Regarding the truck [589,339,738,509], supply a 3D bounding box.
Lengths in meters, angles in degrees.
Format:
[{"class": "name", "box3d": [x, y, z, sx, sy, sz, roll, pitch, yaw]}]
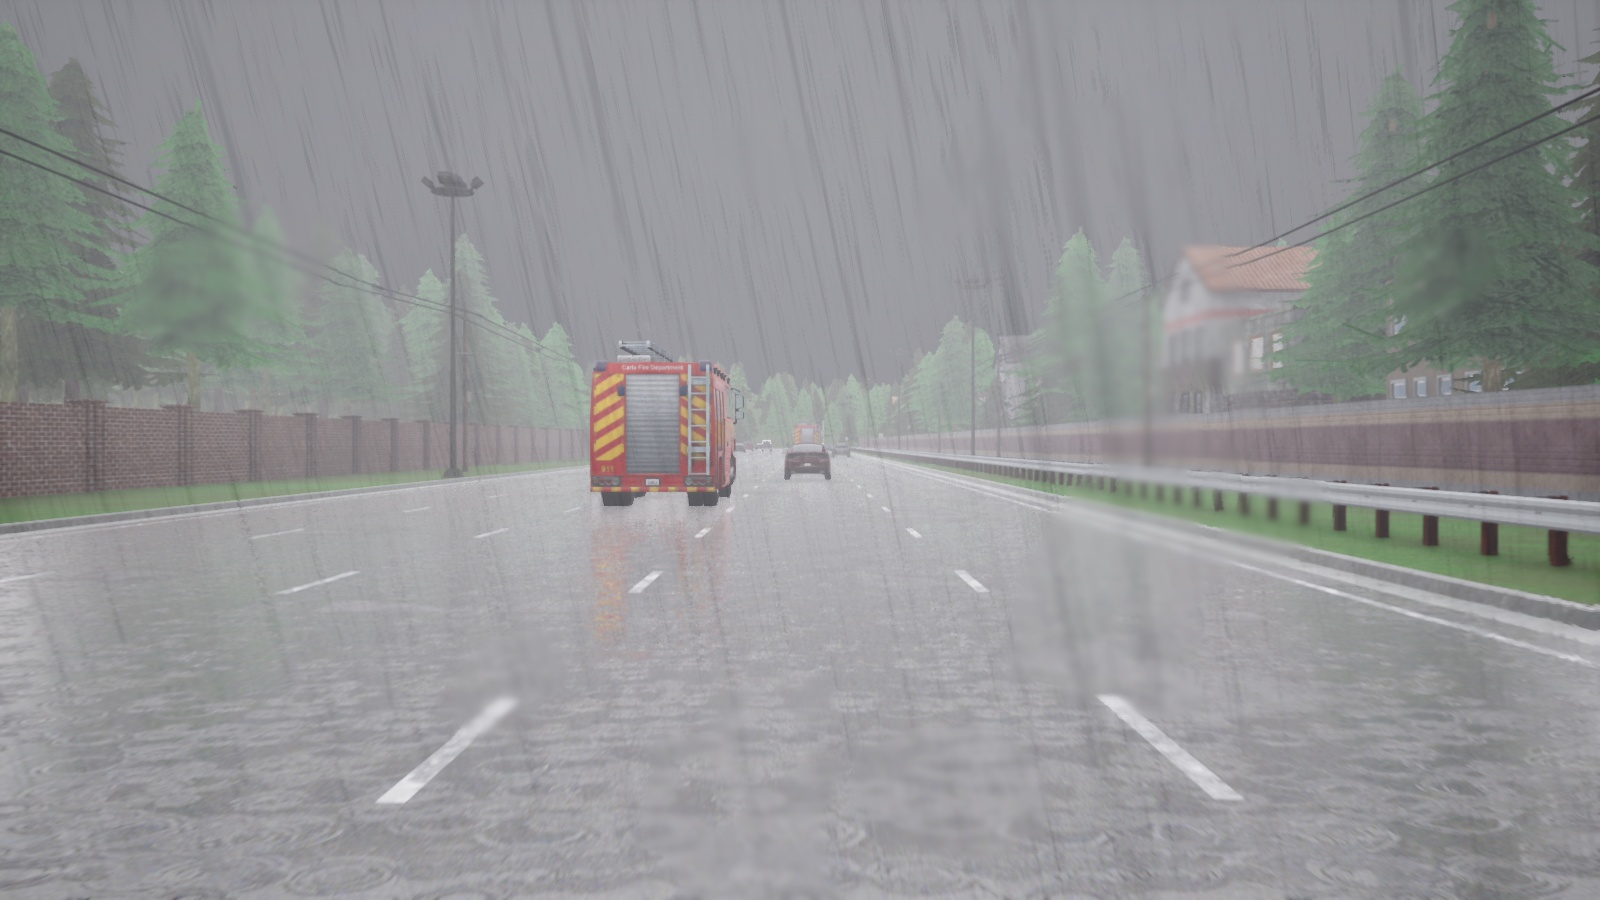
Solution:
[{"class": "truck", "box3d": [-3.298, -0.604, 32.572, 2.891, 3.827, 8.468, 0, 0, 0]}]

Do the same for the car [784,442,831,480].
[{"class": "car", "box3d": [0.317, 0.426, 52.909, 1.882, 1.535, 5.008, 0, 0, 0]}]
